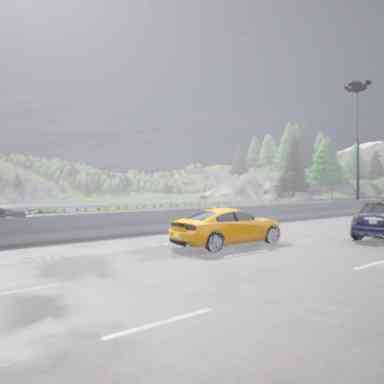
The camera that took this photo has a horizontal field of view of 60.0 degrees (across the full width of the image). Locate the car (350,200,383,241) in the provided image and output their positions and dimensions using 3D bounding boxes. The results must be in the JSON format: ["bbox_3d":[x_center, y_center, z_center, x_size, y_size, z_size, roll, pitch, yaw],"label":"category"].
[{"bbox_3d":[8.906,1.185,14.417,4.553,1.767,2.097,-1,0,-36],"label":"car"}]

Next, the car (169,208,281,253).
[{"bbox_3d":[1.455,1.386,13.393,5.008,1.535,1.882,-1,0,-36],"label":"car"}]

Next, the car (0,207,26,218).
[{"bbox_3d":[-13.110,1.549,20.430,5.357,1.411,2.033,-1,0,-35],"label":"car"}]
